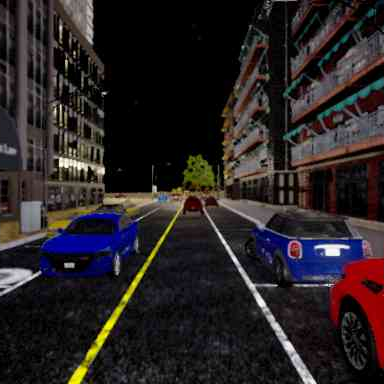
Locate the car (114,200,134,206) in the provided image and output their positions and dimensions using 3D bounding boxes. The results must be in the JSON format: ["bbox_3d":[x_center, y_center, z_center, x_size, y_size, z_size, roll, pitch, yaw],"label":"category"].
[{"bbox_3d":[-5.298,1.436,21.573,1.947,1.339,4.313,0,0,0],"label":"car"}]

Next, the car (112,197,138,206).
[{"bbox_3d":[-5.294,1.364,26.936,1.752,1.417,4.829,0,0,0],"label":"car"}]

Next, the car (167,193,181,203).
[{"bbox_3d":[-2.710,1.008,57.384,2.097,1.767,4.553,0,0,0],"label":"car"}]

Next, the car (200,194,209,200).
[{"bbox_3d":[2.748,1.101,73.700,1.887,1.381,4.507,0,0,0],"label":"car"}]

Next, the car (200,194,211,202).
[{"bbox_3d":[2.711,1.155,65.771,2.008,1.369,4.403,0,0,0],"label":"car"}]

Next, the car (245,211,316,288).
[{"bbox_3d":[2.972,1.296,9.235,2.097,1.767,4.553,0,0,-1],"label":"car"}]

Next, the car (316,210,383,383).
[{"bbox_3d":[2.983,1.214,2.245,2.150,2.045,5.566,0,0,0],"label":"car"}]

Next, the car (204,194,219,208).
[{"bbox_3d":[2.598,1.320,43.667,1.802,1.307,4.206,0,0,0],"label":"car"}]

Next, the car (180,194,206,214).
[{"bbox_3d":[0.112,1.284,32.283,1.882,1.535,5.008,0,0,0],"label":"car"}]

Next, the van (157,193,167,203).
[{"bbox_3d":[-5.301,0.979,60.301,1.690,1.788,3.998,0,0,0],"label":"van"}]

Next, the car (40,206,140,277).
[{"bbox_3d":[-2.843,1.416,10.218,1.882,1.535,5.008,0,0,0],"label":"car"}]

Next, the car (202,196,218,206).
[{"bbox_3d":[2.602,1.256,49.193,2.008,1.369,4.403,0,0,0],"label":"car"}]

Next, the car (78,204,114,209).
[{"bbox_3d":[-5.302,1.430,15.870,1.752,1.417,4.829,0,0,0],"label":"car"}]

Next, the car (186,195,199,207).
[{"bbox_3d":[0.097,1.246,46.521,1.812,1.442,4.674,0,1,0],"label":"car"}]
